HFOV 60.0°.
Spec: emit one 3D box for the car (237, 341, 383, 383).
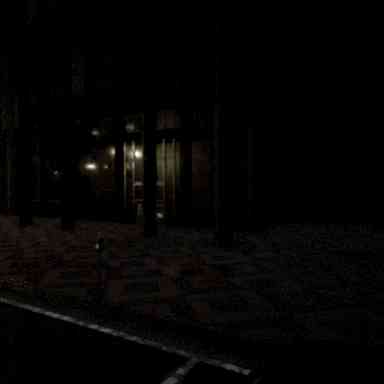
[{"bbox_3d":[2.206,1.518,1.634,4.313,1.339,1.947,0,1,31],"label":"car"}]
